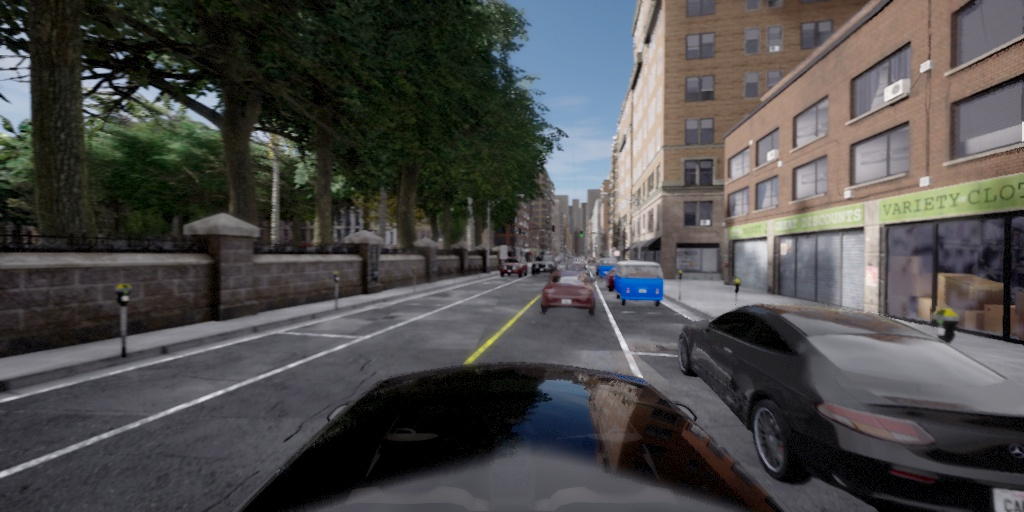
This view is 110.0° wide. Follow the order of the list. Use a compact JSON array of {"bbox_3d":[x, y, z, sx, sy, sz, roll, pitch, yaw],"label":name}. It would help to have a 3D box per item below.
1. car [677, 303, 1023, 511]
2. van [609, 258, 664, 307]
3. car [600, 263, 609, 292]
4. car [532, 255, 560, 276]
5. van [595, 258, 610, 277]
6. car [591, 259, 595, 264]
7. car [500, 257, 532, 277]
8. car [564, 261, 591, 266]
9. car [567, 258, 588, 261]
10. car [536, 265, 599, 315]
[{"bbox_3d":[3.476,1.301,4.379,1.812,1.442,4.674,1,0,11],"label":"car"},{"bbox_3d":[5.362,1.108,15.575,1.690,1.789,3.998,0,0,11],"label":"van"},{"bbox_3d":[6.449,1.308,21.130,1.888,1.381,4.507,0,0,11],"label":"car"},{"bbox_3d":[3.295,0.919,35.823,2.150,2.045,5.566,1,0,11],"label":"car"},{"bbox_3d":[8.622,1.093,32.241,1.690,1.789,3.998,0,0,11],"label":"van"},{"bbox_3d":[9.709,1.311,37.796,1.948,1.339,4.313,0,0,11],"label":"car"},{"bbox_3d":[0.249,0.989,33.838,2.192,1.841,5.009,0,0,11],"label":"car"},{"bbox_3d":[5.130,1.332,28.725,1.895,1.301,4.718,1,0,11],"label":"car"},{"bbox_3d":[7.729,1.239,42.614,1.812,1.442,4.674,1,0,11],"label":"car"},{"bbox_3d":[2.170,1.269,13.582,1.812,1.442,4.674,1,0,11],"label":"car"}]
